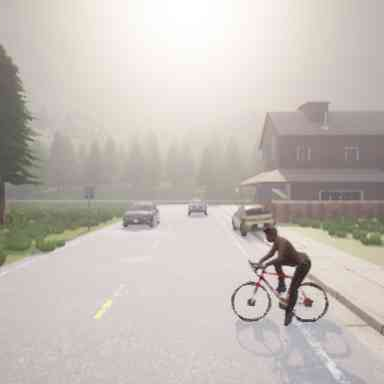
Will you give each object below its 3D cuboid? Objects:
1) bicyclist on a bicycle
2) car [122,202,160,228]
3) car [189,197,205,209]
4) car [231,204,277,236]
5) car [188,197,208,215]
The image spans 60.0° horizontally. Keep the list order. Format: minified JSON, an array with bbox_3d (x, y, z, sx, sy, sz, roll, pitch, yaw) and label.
[{"bbox_3d":[1.491,1.413,5.641,1.656,1.620,0.582,0,0,1],"label":"bicyclist on a bicycle"},{"bbox_3d":[-3.205,1.458,21.747,1.837,1.490,4.892,0,0,1],"label":"car"},{"bbox_3d":[0.746,1.445,45.756,2.033,1.411,5.357,0,0,1],"label":"car"},{"bbox_3d":[3.231,1.415,18.063,1.816,1.474,4.193,-6,0,-1],"label":"car"},{"bbox_3d":[0.553,1.475,32.478,2.033,1.411,5.357,0,0,1],"label":"car"}]
